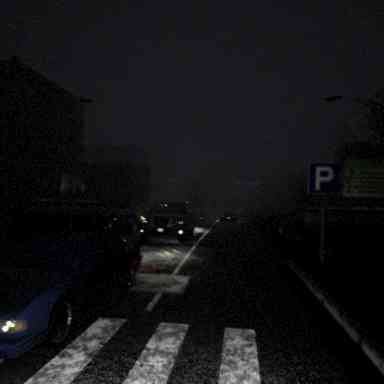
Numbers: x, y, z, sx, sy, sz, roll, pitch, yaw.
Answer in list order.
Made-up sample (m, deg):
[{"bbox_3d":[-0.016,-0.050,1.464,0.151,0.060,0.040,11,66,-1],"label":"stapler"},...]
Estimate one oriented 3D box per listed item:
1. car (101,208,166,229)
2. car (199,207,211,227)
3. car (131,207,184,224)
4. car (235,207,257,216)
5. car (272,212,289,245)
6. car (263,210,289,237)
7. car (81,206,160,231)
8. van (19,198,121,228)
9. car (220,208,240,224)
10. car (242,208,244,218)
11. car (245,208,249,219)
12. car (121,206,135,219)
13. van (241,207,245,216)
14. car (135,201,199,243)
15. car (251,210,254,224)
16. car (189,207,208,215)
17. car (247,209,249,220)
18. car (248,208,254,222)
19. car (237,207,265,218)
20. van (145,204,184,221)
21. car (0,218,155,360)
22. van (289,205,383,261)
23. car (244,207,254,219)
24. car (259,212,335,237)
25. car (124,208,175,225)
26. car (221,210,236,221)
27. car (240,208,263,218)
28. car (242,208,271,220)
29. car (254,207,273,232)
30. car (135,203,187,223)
[{"bbox_3d":[-4.689,2.106,27.327,4.792,1.488,2.163,1,-3,6],"label":"car"},{"bbox_3d":[0.299,2.390,30.920,2.128,1.511,4.902,1,-3,7],"label":"car"},{"bbox_3d":[-3.618,2.482,35.624,5.366,1.575,1.946,1,-3,6],"label":"car"},{"bbox_3d":[14.549,5.220,89.918,5.566,2.045,2.435,1,-3,6],"label":"car"},{"bbox_3d":[6.359,1.873,15.031,4.792,1.488,2.163,1,-2,6],"label":"car"},{"bbox_3d":[6.640,1.959,17.848,5.008,1.535,2.097,1,-3,6],"label":"car"},{"bbox_3d":[-5.206,1.933,24.581,5.366,1.575,1.946,1,-3,6],"label":"car"},{"bbox_3d":[-6.059,1.329,16.158,4.442,1.987,1.878,1,-2,6],"label":"van"},{"bbox_3d":[4.324,2.958,39.312,1.994,1.385,4.181,1,-3,6],"label":"car"},{"bbox_3d":[9.680,3.307,45.526,4.892,1.521,2.231,1,-3,6],"label":"car"},{"bbox_3d":[8.955,2.901,37.184,5.366,1.575,1.946,1,-3,6],"label":"car"},{"bbox_3d":[-5.306,1.674,21.665,4.553,1.767,2.185,1,-2,6],"label":"car"},{"bbox_3d":[10.187,3.349,51.096,4.442,1.987,1.878,1,-3,6],"label":"van"},{"bbox_3d":[-1.140,1.496,17.901,2.150,2.045,5.566,1,-2,6],"label":"car"},{"bbox_3d":[7.884,2.524,28.879,4.792,1.488,2.163,1,-3,6],"label":"car"},{"bbox_3d":[1.554,4.716,84.008,4.553,1.767,2.185,1,-3,6],"label":"car"},{"bbox_3d":[8.493,2.795,34.427,4.792,1.488,2.163,1,-3,6],"label":"car"},{"bbox_3d":[8.345,2.631,31.637,5.366,1.575,1.946,1,-3,6],"label":"car"},{"bbox_3d":[12.468,4.274,70.497,5.566,2.045,2.435,1,-3,6],"label":"car"},{"bbox_3d":[-3.316,2.517,41.086,4.442,1.987,1.878,1,-3,6],"label":"van"},{"bbox_3d":[-2.489,1.505,6.538,2.033,1.411,5.357,1,-1,8],"label":"car"},{"bbox_3d":[6.147,1.527,12.261,4.442,1.987,1.878,1,-2,6],"label":"van"},{"bbox_3d":[9.353,3.045,42.763,4.553,1.767,2.185,1,-3,6],"label":"car"},{"bbox_3d":[7.215,2.252,23.338,4.792,1.488,2.163,1,-3,6],"label":"car"},{"bbox_3d":[-4.119,2.380,32.747,4.674,1.452,2.002,1,-3,6],"label":"car"},{"bbox_3d":[5.434,3.450,49.392,1.994,1.385,4.181,1,-3,6],"label":"car"},{"bbox_3d":[12.101,4.262,67.723,4.553,1.767,2.185,1,-3,6],"label":"car"},{"bbox_3d":[10.941,3.723,56.623,4.553,1.767,2.185,1,-3,6],"label":"car"},{"bbox_3d":[6.918,1.837,20.577,5.566,2.045,2.435,1,-3,6],"label":"car"},{"bbox_3d":[-3.532,2.358,38.306,5.566,2.045,2.435,1,-3,6],"label":"car"}]
